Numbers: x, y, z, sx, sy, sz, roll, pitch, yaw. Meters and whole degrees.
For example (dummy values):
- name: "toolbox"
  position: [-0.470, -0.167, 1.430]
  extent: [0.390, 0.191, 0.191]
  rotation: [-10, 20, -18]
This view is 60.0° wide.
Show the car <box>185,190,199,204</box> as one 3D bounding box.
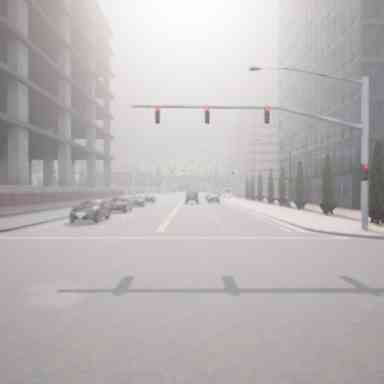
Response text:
- name: "car"
  position: [0.005, 0.764, 53.280]
  extent: [2.150, 2.045, 5.566]
  rotation: [0, 0, 0]

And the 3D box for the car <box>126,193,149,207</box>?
- name: "car"
  position: [-7.078, 1.196, 42.824]
  extent: [1.994, 1.385, 4.181]
  rotation: [0, 0, 0]

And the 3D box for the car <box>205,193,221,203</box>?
- name: "car"
  position: [3.505, 1.063, 53.861]
  extent: [1.812, 1.442, 4.674]
  rotation: [0, 0, 0]

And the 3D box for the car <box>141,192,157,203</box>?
- name: "car"
  position: [-7.008, 1.130, 54.782]
  extent: [1.895, 1.301, 4.718]
  rotation: [0, 0, 0]

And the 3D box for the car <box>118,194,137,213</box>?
- name: "car"
  position: [-7.083, 1.221, 32.939]
  extent: [1.837, 1.490, 4.892]
  rotation: [0, 1, 0]

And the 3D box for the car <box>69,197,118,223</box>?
- name: "car"
  position: [-7.086, 1.288, 23.555]
  extent: [2.128, 1.511, 4.902]
  rotation: [0, 0, 0]
